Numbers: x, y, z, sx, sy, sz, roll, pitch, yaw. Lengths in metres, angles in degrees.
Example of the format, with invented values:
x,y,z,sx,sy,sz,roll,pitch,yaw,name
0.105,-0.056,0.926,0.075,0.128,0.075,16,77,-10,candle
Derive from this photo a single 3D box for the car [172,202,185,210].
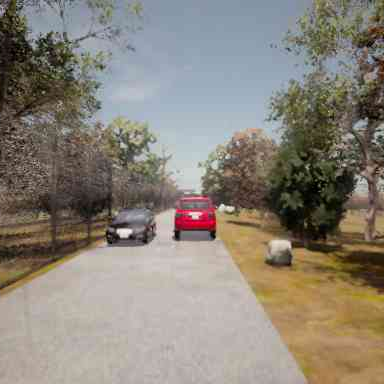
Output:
x,y,z,sx,sy,sz,roll,pitch,yaw,name
-2.441,2.565,62.537,2.128,1.511,4.902,0,-2,1,car

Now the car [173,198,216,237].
x,y,z,sx,sy,sz,roll,pitch,yaw,name
0.161,1.341,18.808,2.150,2.045,5.566,0,-1,0,car

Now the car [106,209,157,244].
x,y,z,sx,sy,sz,roll,pitch,yaw,name
-2.822,1.586,16.306,2.128,1.511,4.902,0,-1,0,car

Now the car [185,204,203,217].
x,y,z,sx,sy,sz,roll,pitch,yaw,name
0.223,2.007,37.128,1.895,1.301,4.718,0,-1,0,car
